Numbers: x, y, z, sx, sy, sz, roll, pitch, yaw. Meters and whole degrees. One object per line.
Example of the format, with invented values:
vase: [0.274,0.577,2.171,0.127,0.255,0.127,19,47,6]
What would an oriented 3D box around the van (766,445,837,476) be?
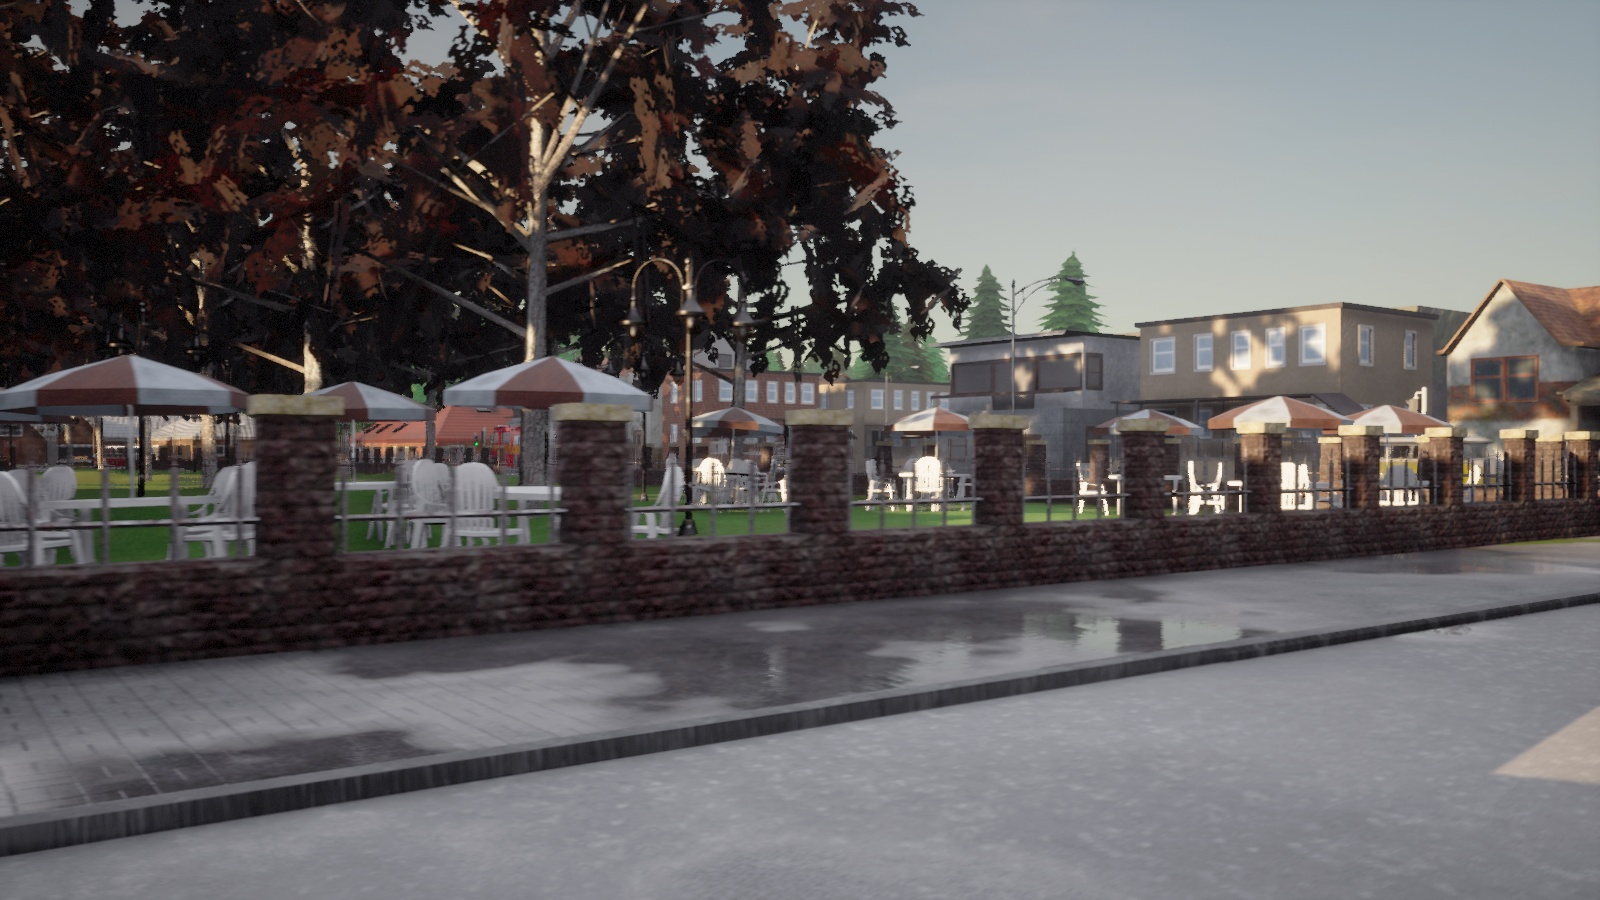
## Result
van: [0.104,0.691,85.792,4.480,2.038,2.069,0,0,-36]

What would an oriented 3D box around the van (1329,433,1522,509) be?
van: [17.237,0.549,34.794,1.775,1.987,4.442,0,0,-36]

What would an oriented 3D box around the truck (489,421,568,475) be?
truck: [-20.075,-0.135,92.387,2.891,3.827,8.468,0,0,-33]

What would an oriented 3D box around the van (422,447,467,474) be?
van: [-26.921,0.805,95.102,1.775,1.987,4.442,0,0,-37]
